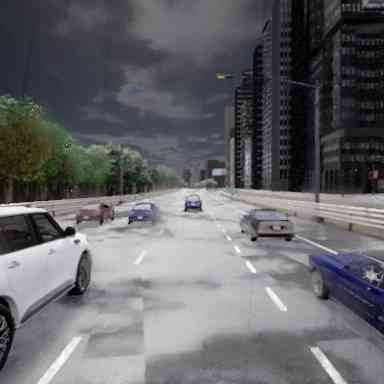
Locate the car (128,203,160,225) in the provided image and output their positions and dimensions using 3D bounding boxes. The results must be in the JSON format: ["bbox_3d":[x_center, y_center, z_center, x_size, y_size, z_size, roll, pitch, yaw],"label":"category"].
[{"bbox_3d":[-3.341,1.474,23.793,1.812,1.442,4.674,0,0,0],"label":"car"}]

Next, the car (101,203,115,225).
[{"bbox_3d":[-6.840,1.474,23.817,1.812,1.442,4.674,0,0,0],"label":"car"}]

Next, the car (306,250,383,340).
[{"bbox_3d":[3.502,1.596,5.431,1.895,1.301,4.718,0,0,0],"label":"car"}]

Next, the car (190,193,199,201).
[{"bbox_3d":[0.565,1.073,73.544,1.882,1.535,5.008,0,0,1],"label":"car"}]

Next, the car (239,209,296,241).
[{"bbox_3d":[3.526,1.523,16.372,2.033,1.411,5.357,0,0,0],"label":"car"}]

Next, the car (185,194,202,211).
[{"bbox_3d":[0.165,1.367,39.297,2.163,1.488,4.792,0,0,0],"label":"car"}]

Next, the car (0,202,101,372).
[{"bbox_3d":[-3.396,1.216,5.481,2.150,2.045,5.566,0,0,0],"label":"car"}]
